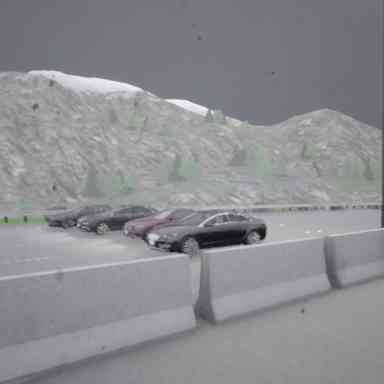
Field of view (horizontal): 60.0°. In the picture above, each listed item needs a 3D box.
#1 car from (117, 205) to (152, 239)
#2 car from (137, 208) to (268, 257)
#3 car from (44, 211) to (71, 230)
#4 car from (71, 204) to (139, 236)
[{"bbox_3d":[-0.901,1.482,15.805,4.674,1.442,1.812,0,0,-32],"label":"car"},{"bbox_3d":[0.699,1.457,12.682,4.902,1.511,2.128,0,0,-32],"label":"car"},{"bbox_3d":[-6.221,1.491,20.747,5.357,1.411,2.033,0,0,-33],"label":"car"},{"bbox_3d":[-3.704,1.455,18.163,4.892,1.490,1.837,0,0,-32],"label":"car"}]
